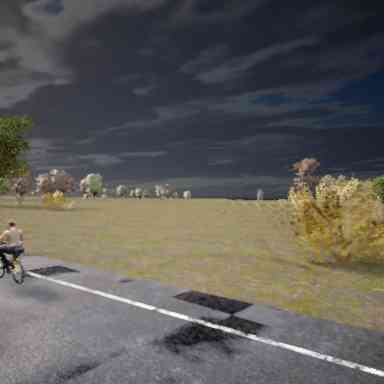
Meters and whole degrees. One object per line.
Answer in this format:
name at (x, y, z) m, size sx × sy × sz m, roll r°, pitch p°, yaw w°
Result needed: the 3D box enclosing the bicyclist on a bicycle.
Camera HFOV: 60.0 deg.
bicyclist on a bicycle at (-4.718, 1.503, 8.613) m, size 1.509 × 1.612 × 0.866 m, roll 0°, pitch -1°, yaw 36°
